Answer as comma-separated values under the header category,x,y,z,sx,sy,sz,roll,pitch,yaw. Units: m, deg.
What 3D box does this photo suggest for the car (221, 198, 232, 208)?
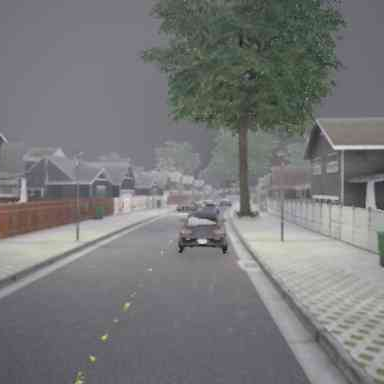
category,x,y,z,sx,sy,sz,roll,pitch,yaw
car,5.142,1.632,51.365,1.812,1.442,4.674,0,0,9

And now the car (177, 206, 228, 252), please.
category,x,y,z,sx,sy,sz,roll,pitch,yaw
car,0.470,1.538,13.779,1.812,1.442,4.674,0,0,2

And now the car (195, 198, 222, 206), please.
category,x,y,z,sx,sy,sz,roll,pitch,yaw
car,1.522,1.565,29.171,1.812,1.442,4.674,0,0,5

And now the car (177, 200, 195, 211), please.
category,x,y,z,sx,sy,sz,roll,pitch,yaw
car,-0.521,1.619,37.864,1.994,1.385,4.181,0,0,7

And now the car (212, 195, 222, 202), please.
category,x,y,z,sx,sy,sz,roll,pitch,yaw
car,5.961,1.532,79.014,1.994,1.385,4.181,0,0,9
